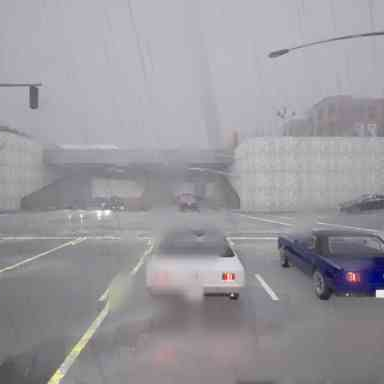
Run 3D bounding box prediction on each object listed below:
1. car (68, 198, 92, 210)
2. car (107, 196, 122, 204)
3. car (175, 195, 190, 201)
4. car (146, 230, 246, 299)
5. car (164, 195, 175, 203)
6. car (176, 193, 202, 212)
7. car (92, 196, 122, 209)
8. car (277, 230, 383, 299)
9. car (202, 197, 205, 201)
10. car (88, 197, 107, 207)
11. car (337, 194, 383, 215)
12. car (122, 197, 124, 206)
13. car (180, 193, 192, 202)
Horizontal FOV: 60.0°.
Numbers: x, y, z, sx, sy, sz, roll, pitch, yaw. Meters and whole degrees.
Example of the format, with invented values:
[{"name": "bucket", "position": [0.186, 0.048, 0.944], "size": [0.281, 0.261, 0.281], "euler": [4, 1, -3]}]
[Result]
[{"name": "car", "position": [-14.783, 1.526, 44.111], "size": [1.812, 1.442, 4.674], "euler": [0, 0, -2]}, {"name": "car", "position": [-15.248, 1.526, 65.629], "size": [1.812, 1.442, 4.674], "euler": [0, 0, -1]}, {"name": "car", "position": [-2.423, 1.478, 85.456], "size": [1.882, 1.535, 5.008], "euler": [0, 0, 24]}, {"name": "car", "position": [0.078, 1.601, 8.380], "size": [1.895, 1.301, 4.718], "euler": [0, 0, 0]}, {"name": "car", "position": [-4.790, 1.354, 71.844], "size": [2.097, 1.767, 4.553], "euler": [0, 0, 2]}, {"name": "car", "position": [-0.451, 1.352, 38.938], "size": [2.097, 1.767, 4.553], "euler": [0, 0, -5]}, {"name": "car", "position": [-11.293, 1.491, 44.548], "size": [2.128, 1.511, 4.902], "euler": [0, 0, -1]}, {"name": "car", "position": [3.578, 1.601, 8.391], "size": [1.895, 1.301, 4.718], "euler": [0, 0, 0]}, {"name": "car", "position": [1.425, 1.536, 85.540], "size": [2.033, 1.411, 5.357], "euler": [0, 0, 28]}, {"name": "car", "position": [-15.004, 1.526, 53.159], "size": [1.812, 1.442, 4.674], "euler": [0, 0, -1]}, {"name": "car", "position": [14.977, 0.995, 28.488], "size": [4.902, 1.511, 2.128], "euler": [-6, 0, 0]}, {"name": "car", "position": [-11.530, 1.547, 54.185], "size": [2.033, 1.411, 5.357], "euler": [0, 0, -1]}, {"name": "car", "position": [-1.272, 1.224, 75.473], "size": [2.150, 2.045, 5.566], "euler": [0, 0, 6]}]
